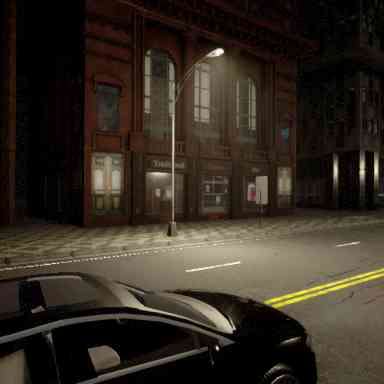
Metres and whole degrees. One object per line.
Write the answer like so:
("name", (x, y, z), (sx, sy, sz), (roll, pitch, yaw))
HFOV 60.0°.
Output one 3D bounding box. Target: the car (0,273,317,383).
("car", (-0.959, 1.492, 2.756), (4.902, 1.511, 2.128), (0, 0, -35))
